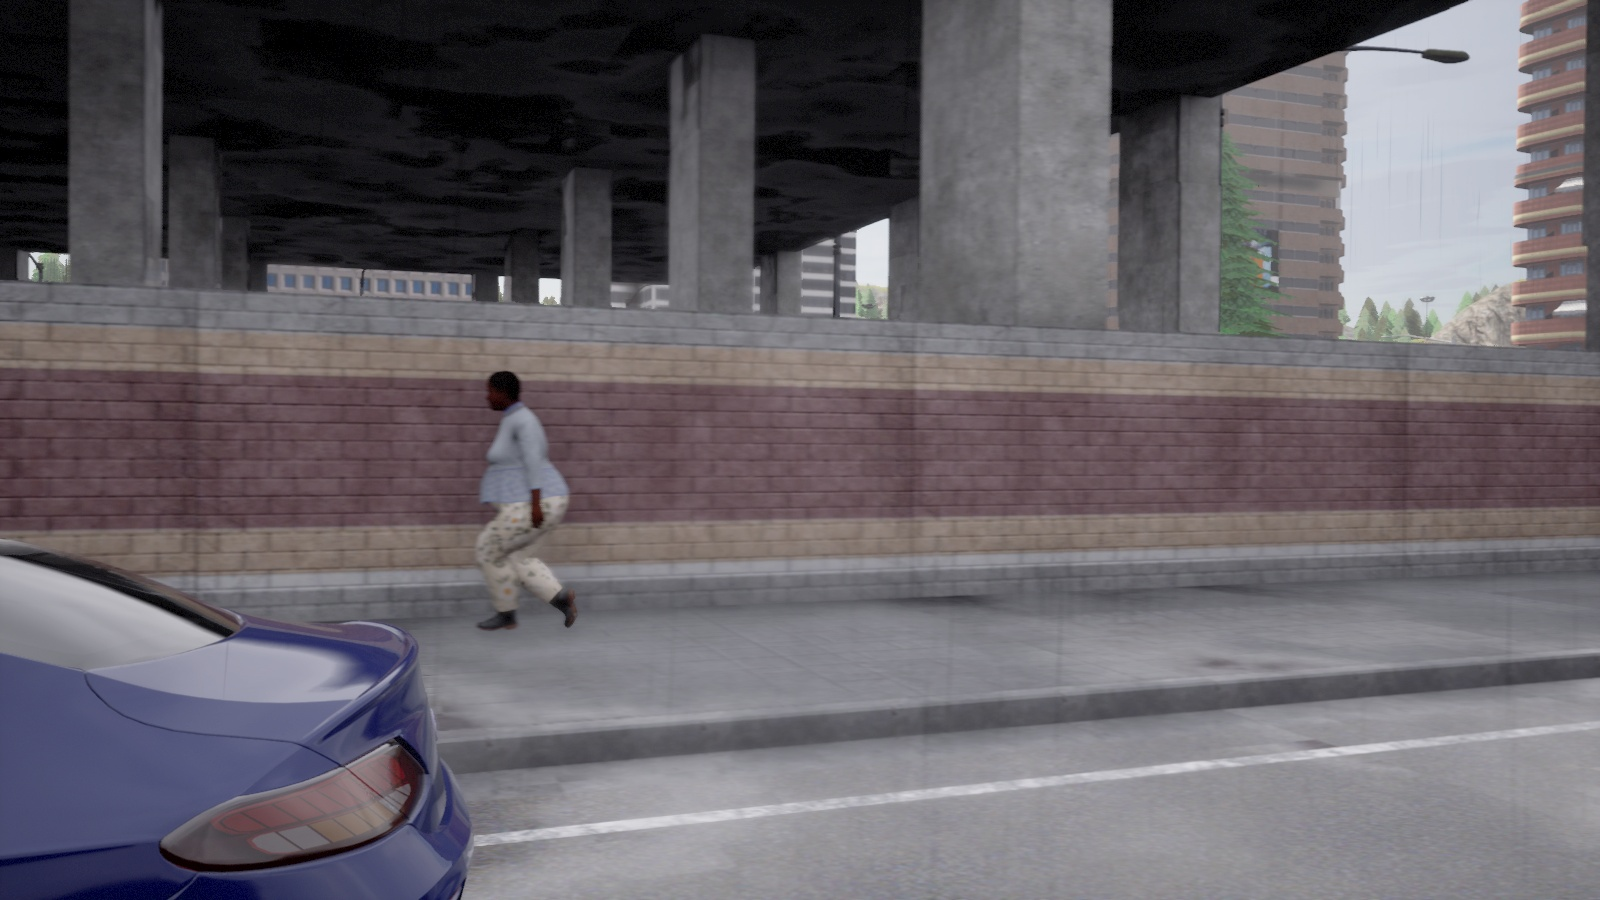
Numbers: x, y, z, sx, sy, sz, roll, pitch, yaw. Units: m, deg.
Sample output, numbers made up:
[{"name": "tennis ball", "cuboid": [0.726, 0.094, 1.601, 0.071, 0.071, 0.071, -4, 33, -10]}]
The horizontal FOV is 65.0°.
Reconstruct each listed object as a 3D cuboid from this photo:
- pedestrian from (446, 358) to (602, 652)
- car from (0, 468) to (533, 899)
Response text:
[{"name": "pedestrian", "cuboid": [-1.818, 0.339, 8.412, 0.900, 1.855, 0.874, -1, 1, -6]}, {"name": "car", "cuboid": [-2.953, 0.821, 2.118, 4.674, 1.442, 1.812, -1, 1, -21]}]
